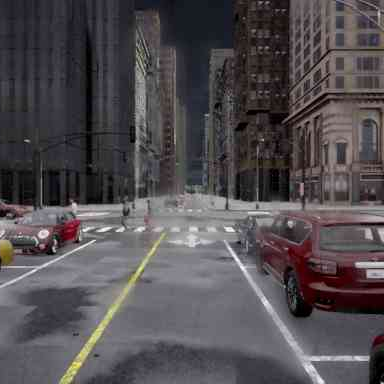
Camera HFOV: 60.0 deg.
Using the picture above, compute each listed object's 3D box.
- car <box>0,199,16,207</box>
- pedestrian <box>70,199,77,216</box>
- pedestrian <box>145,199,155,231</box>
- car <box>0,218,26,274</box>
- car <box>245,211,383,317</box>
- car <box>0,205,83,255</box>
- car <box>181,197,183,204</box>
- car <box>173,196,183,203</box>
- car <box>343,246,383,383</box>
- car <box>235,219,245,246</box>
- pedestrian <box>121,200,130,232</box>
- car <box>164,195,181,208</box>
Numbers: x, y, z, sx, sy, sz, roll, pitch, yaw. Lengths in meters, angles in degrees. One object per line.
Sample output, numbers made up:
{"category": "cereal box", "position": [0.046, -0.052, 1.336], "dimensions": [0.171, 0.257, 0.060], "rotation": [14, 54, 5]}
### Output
{"category": "car", "position": [-16.340, 1.398, 28.385], "dimensions": [4.553, 1.767, 2.097], "rotation": [0, 0, 0]}
{"category": "pedestrian", "position": [-7.039, 1.295, 19.670], "dimensions": [0.375, 1.860, 0.375], "rotation": [0, 0, 0]}
{"category": "pedestrian", "position": [-2.446, 1.297, 19.073], "dimensions": [0.375, 1.860, 0.375], "rotation": [0, 0, 0]}
{"category": "car", "position": [-5.767, 1.525, 7.217], "dimensions": [1.752, 1.417, 4.829], "rotation": [0, 0, 0]}
{"category": "car", "position": [2.758, 1.314, 7.389], "dimensions": [2.192, 1.841, 5.009], "rotation": [0, 0, 0]}
{"category": "car", "position": [-5.768, 1.439, 12.989], "dimensions": [1.967, 1.590, 4.097], "rotation": [0, 0, 0]}
{"category": "car", "position": [-2.936, 1.354, 58.388], "dimensions": [2.097, 1.767, 4.553], "rotation": [0, 0, 0]}
{"category": "car", "position": [-2.851, 1.606, 68.580], "dimensions": [1.895, 1.301, 4.718], "rotation": [0, 0, 1]}
{"category": "car", "position": [2.759, 1.440, 1.787], "dimensions": [1.967, 1.590, 4.097], "rotation": [0, 0, 0]}
{"category": "car", "position": [2.758, 1.550, 12.991], "dimensions": [2.008, 1.369, 4.403], "rotation": [0, 0, 0]}
{"category": "pedestrian", "position": [-3.676, 1.292, 18.469], "dimensions": [0.375, 1.860, 0.375], "rotation": [0, 0, 0]}
{"category": "car", "position": [-2.983, 1.547, 48.265], "dimensions": [2.033, 1.411, 5.357], "rotation": [0, 0, -1]}
